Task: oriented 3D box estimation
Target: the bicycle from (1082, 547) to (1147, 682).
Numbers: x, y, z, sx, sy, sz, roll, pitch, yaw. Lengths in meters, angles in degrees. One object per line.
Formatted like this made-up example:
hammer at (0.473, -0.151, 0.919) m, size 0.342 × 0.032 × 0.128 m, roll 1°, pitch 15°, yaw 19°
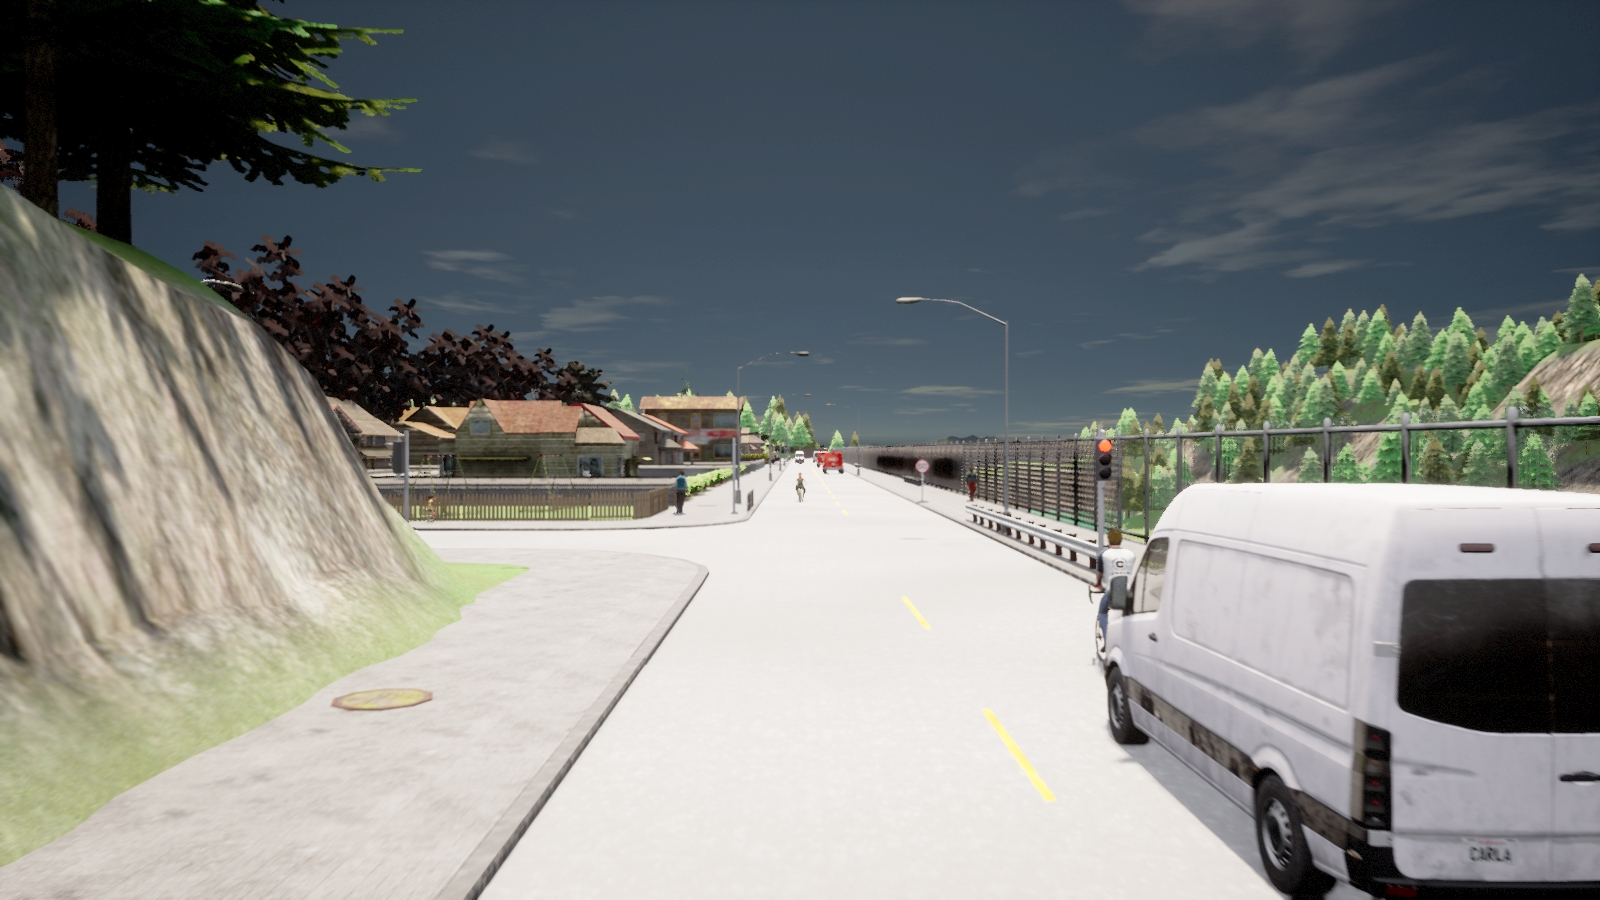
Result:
bicycle at (3.996, 2.057, 14.603) m, size 0.373 × 1.496 × 1.643 m, roll 0°, pitch 0°, yaw 0°

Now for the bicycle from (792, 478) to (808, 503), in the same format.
bicycle at (0.015, 2.163, 60.941) m, size 0.859 × 1.276 × 1.487 m, roll 0°, pitch 0°, yaw 0°

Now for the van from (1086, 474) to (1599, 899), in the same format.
van at (4.004, 1.535, 9.038) m, size 1.988 × 2.561 × 5.915 m, roll 0°, pitch 0°, yaw 0°

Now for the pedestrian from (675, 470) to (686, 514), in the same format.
pedestrian at (-5.012, 1.750, 47.803) m, size 0.375 × 1.860 × 0.375 m, roll 0°, pitch 0°, yaw 7°

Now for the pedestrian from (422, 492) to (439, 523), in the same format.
pedestrian at (-13.662, 2.129, 42.239) m, size 0.500 × 1.100 × 0.500 m, roll 0°, pitch 0°, yaw -3°

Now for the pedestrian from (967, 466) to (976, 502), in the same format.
pedestrian at (8.940, 1.748, 59.537) m, size 0.375 × 1.860 × 0.375 m, roll 0°, pitch 0°, yaw -6°
